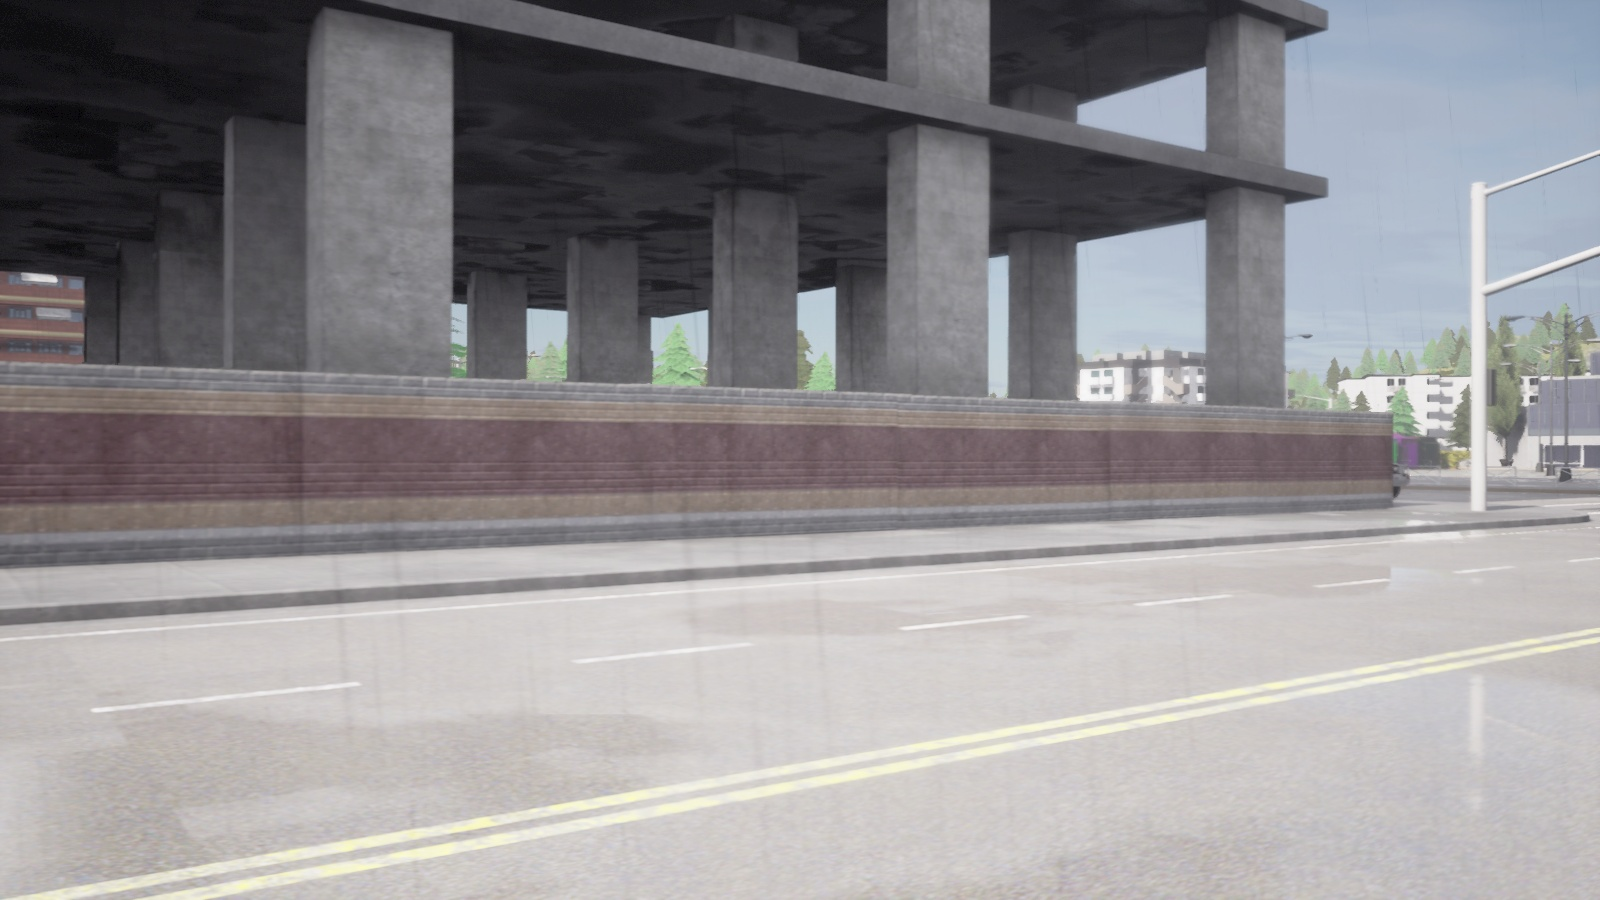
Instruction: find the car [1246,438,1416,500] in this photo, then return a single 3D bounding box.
[{"bbox_3d":[16.626,0.568,39.559,1.932,1.855,4.605,0,0,-35],"label":"car"}]
